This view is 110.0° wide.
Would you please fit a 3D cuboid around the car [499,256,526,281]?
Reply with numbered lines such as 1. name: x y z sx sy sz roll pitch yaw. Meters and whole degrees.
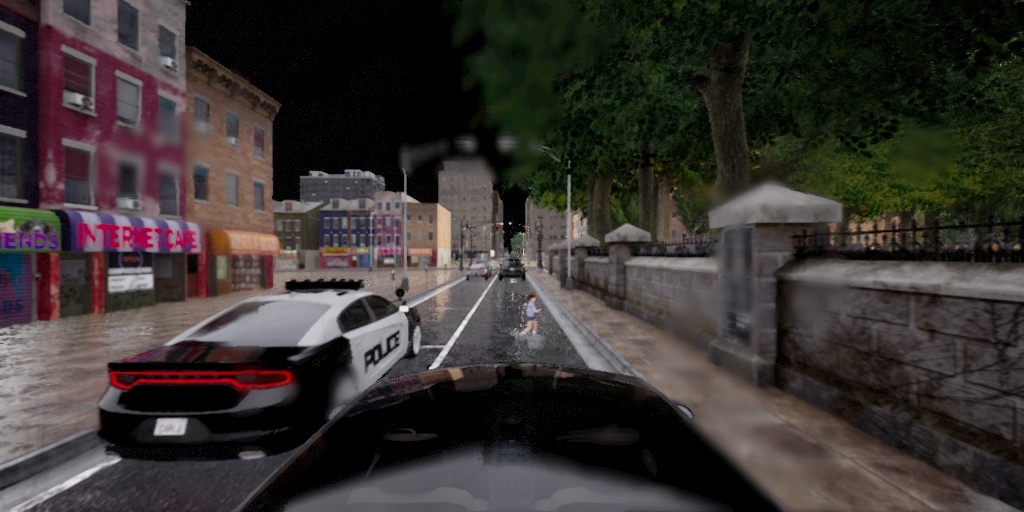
1. car: 0.008 1.000 29.189 2.097 1.767 4.553 0 0 0

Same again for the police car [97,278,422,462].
1. police car: -2.758 1.162 5.478 1.930 1.638 5.238 0 0 0

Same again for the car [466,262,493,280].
1. car: -2.703 1.231 29.071 1.802 1.307 4.207 0 0 0

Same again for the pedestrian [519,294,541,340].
1. pedestrian: 0.407 1.399 8.493 0.500 1.100 0.500 0 0 0
